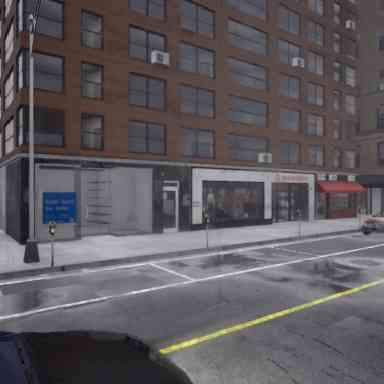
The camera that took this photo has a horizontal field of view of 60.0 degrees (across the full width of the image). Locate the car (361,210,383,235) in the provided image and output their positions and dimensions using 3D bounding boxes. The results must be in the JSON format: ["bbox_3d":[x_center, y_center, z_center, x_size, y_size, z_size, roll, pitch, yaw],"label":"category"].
[{"bbox_3d":[10.616,1.582,17.470,4.206,1.307,1.802,0,0,-35],"label":"car"}]

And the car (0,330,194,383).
[{"bbox_3d":[-1.829,1.562,1.865,4.181,1.385,1.994,0,0,-35],"label":"car"}]
